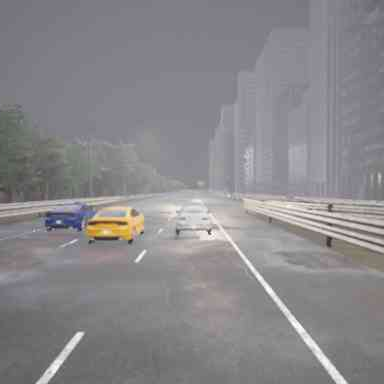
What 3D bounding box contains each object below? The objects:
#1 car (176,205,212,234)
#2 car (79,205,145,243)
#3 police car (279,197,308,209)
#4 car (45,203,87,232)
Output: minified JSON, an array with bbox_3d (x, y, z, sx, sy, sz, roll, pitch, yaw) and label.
[{"bbox_3d":[0.080,1.453,18.405,1.812,1.442,4.674,0,0,0],"label":"car"},{"bbox_3d":[-3.407,1.415,15.644,1.882,1.535,5.008,0,1,0],"label":"car"},{"bbox_3d":[10.812,1.343,36.964,1.930,1.638,5.238,0,0,-14],"label":"police car"},{"bbox_3d":[-6.908,1.400,19.711,1.882,1.535,5.008,0,0,0],"label":"car"}]
